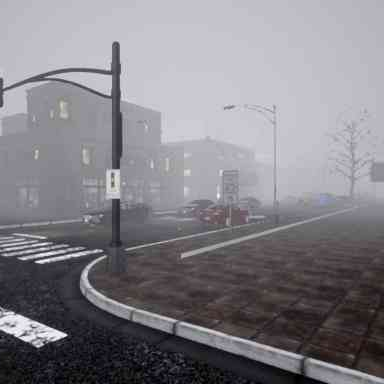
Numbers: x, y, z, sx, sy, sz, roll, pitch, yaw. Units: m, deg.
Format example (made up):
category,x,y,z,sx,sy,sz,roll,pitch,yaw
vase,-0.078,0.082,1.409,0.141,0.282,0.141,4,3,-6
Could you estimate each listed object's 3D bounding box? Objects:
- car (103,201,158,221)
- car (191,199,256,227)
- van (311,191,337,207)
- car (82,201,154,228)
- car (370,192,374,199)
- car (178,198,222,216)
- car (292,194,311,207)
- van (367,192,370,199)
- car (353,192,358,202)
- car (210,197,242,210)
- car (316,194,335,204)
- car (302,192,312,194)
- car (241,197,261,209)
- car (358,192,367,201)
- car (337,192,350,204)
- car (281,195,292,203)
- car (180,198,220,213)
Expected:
category,x,y,z,sx,sy,sz,roll,pitch,yaw
car,-4.723,1.452,26.195,1.802,1.307,4.206,0,1,35
car,2.175,1.403,21.436,1.887,1.381,4.507,0,1,35
van,17.191,1.021,43.198,1.690,1.788,3.998,0,1,35
car,-4.801,1.384,21.531,2.128,1.511,4.902,0,0,35
car,39.158,0.973,75.040,1.887,1.381,4.507,0,1,35
car,0.701,1.353,29.499,1.812,1.442,4.674,0,0,35
car,15.752,1.277,45.687,1.895,1.301,4.718,0,0,35
van,36.020,0.805,70.490,1.690,1.788,3.998,0,1,35
car,26.605,1.116,56.846,1.887,1.381,4.507,0,1,35
car,4.016,1.333,38.862,1.947,1.339,4.313,0,1,35
car,22.147,1.079,54.971,1.882,1.535,5.008,0,0,34
car,22.845,0.862,66.152,2.192,1.841,5.009,0,1,35
car,6.264,1.287,37.556,1.812,1.442,4.674,0,0,35
car,32.882,0.939,65.942,1.967,1.590,4.097,0,1,35
car,23.467,1.173,52.297,1.947,1.339,4.313,0,1,35
car,16.569,1.201,57.056,1.802,1.307,4.206,0,1,35
car,0.878,1.355,34.314,2.008,1.369,4.403,0,1,35
